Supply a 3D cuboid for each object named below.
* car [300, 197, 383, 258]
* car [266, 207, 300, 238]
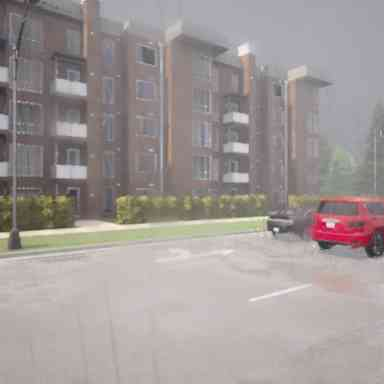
[{"bbox_3d":[7.004,1.222,13.078,5.566,2.045,2.150,0,0,-35],"label":"car"},{"bbox_3d":[5.820,1.490,16.527,4.902,1.511,2.128,0,0,-35],"label":"car"}]
